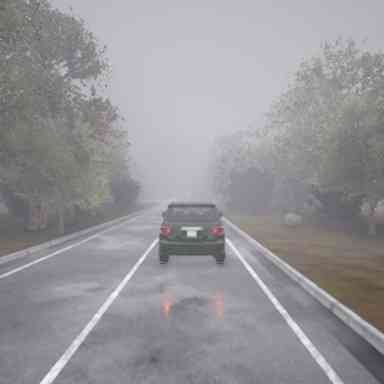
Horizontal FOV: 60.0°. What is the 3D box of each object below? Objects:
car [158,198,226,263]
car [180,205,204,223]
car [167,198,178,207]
[{"bbox_3d":[0.012,1.334,12.535,2.150,2.045,5.566,0,0,0],"label":"car"},{"bbox_3d":[0.022,1.802,28.233,1.895,1.301,4.718,0,0,0],"label":"car"},{"bbox_3d":[-3.541,1.874,61.404,1.812,1.442,4.674,0,0,1],"label":"car"}]
